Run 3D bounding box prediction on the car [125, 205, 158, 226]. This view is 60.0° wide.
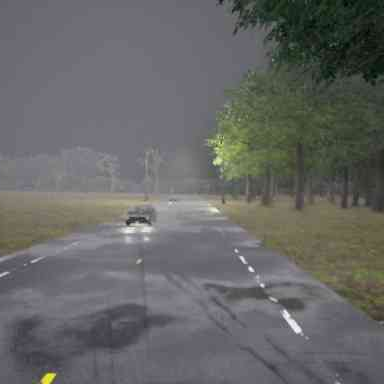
[{"bbox_3d":[-3.609,1.648,24.624,2.033,1.411,5.357,0,0,0],"label":"car"}]

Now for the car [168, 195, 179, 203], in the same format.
[{"bbox_3d":[-3.530,1.301,65.123,2.033,1.411,5.357,0,1,0],"label":"car"}]
